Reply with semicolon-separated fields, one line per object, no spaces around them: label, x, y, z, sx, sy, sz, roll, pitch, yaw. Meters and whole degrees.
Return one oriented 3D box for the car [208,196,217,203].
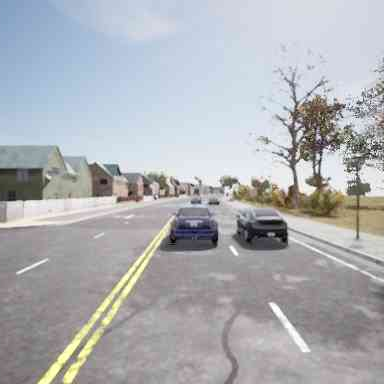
car;4.410;1.595;70.749;1.895;1.301;4.718;0;0;3

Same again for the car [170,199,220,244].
car;0.093;1.395;16.088;2.097;1.767;4.553;0;0;0

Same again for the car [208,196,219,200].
car;4.031;1.698;60.791;1.994;1.385;4.181;0;0;3

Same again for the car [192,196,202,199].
car;0.758;1.626;60.471;2.128;1.511;4.902;0;0;3

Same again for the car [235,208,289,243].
car;3.344;1.549;16.437;1.837;1.490;4.892;0;0;0

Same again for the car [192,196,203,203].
car;1.163;1.544;70.879;2.033;1.411;5.357;0;0;3
